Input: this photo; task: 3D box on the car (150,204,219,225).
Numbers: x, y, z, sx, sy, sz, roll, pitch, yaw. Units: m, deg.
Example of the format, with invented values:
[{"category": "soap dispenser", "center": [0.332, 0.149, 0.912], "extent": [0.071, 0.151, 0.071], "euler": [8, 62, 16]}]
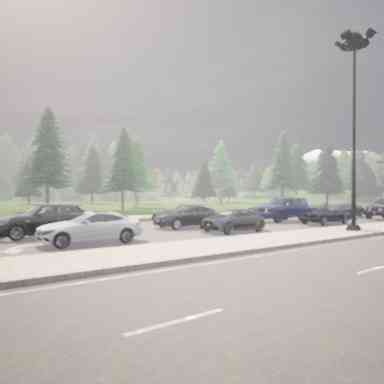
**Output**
[{"category": "car", "center": [-0.520, 1.733, 26.642], "extent": [5.357, 1.411, 2.033], "euler": [1, -1, -36]}]

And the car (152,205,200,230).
[{"category": "car", "center": [-0.251, 1.663, 22.485], "extent": [4.892, 1.490, 1.837], "euler": [1, -1, -36]}]

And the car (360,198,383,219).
[{"category": "car", "center": [18.981, 1.606, 32.267], "extent": [5.566, 2.045, 2.150], "euler": [1, -1, -37]}]

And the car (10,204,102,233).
[{"category": "car", "center": [-8.409, 1.557, 20.796], "extent": [5.008, 1.535, 1.882], "euler": [1, 0, -36]}]

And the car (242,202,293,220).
[{"category": "car", "center": [7.457, 1.783, 32.540], "extent": [4.902, 1.511, 2.128], "euler": [1, 0, -36]}]

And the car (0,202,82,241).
[{"category": "car", "center": [-7.583, 1.411, 17.053], "extent": [4.553, 1.767, 2.097], "euler": [1, -1, -36]}]

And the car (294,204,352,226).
[{"category": "car", "center": [10.501, 1.872, 26.081], "extent": [4.718, 1.301, 1.895], "euler": [1, -1, -36]}]

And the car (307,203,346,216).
[{"category": "car", "center": [15.582, 2.001, 38.444], "extent": [4.718, 1.301, 1.895], "euler": [1, -1, -36]}]

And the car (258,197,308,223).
[{"category": "car", "center": [7.788, 1.487, 28.438], "extent": [5.566, 2.045, 2.150], "euler": [1, -1, -36]}]

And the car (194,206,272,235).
[{"category": "car", "center": [2.518, 1.728, 20.190], "extent": [4.181, 1.385, 1.994], "euler": [1, -1, -37]}]

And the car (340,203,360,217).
[{"category": "car", "center": [16.054, 1.881, 34.468], "extent": [4.892, 1.490, 1.837], "euler": [1, -1, -36]}]

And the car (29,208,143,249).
[{"category": "car", "center": [-4.482, 1.596, 14.995], "extent": [4.674, 1.442, 1.812], "euler": [1, -1, -36]}]
